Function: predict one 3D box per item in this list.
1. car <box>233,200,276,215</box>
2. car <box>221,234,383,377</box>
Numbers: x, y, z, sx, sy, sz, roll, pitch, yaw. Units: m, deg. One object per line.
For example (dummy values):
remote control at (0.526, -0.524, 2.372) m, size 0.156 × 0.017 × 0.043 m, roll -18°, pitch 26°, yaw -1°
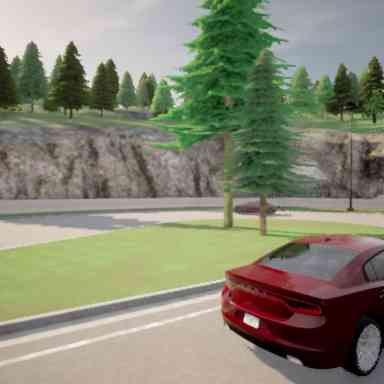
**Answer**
car at (5.853, 1.467, 31.700) m, size 4.181 × 1.385 × 1.994 m, roll 0°, pitch 0°, yaw 9°
car at (2.768, 1.466, 5.602) m, size 5.008 × 1.535 × 1.882 m, roll 0°, pitch 0°, yaw -35°
